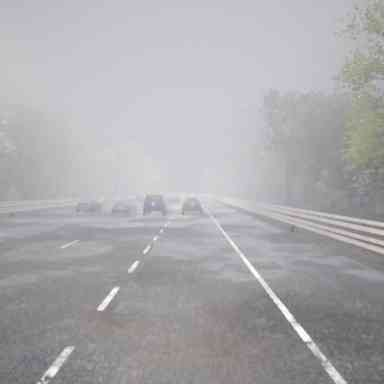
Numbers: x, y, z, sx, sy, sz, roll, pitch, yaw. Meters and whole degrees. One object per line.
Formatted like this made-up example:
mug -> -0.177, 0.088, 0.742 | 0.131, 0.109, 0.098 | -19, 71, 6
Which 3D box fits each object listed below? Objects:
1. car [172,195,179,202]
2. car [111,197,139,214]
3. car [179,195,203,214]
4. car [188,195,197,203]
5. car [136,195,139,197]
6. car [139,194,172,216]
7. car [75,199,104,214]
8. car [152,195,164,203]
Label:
car -> -3.386, 1.422, 68.404 | 1.882, 1.535, 5.008 | 0, 0, 1
car -> -6.969, 1.534, 34.505 | 1.994, 1.385, 4.181 | 0, 0, 1
car -> 0.029, 1.319, 34.330 | 2.097, 1.767, 4.553 | 0, 0, 0
car -> 0.115, 1.422, 68.499 | 1.882, 1.535, 5.008 | 0, 0, 1
car -> -10.393, 1.298, 67.660 | 2.097, 1.767, 4.553 | 0, 0, 1
car -> -3.486, 1.195, 32.684 | 2.150, 2.045, 5.566 | 0, 0, 0
car -> -10.469, 1.462, 34.283 | 2.128, 1.511, 4.902 | 0, 0, 1
car -> -6.887, 1.423, 68.129 | 1.882, 1.535, 5.008 | 0, 0, 1
